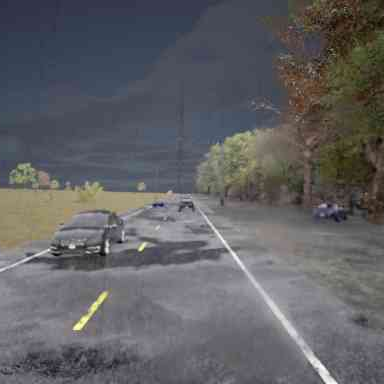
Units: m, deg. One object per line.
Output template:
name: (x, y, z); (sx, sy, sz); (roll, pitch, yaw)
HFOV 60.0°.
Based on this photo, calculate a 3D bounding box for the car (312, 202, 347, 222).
car: (10.952, 1.509, 26.420); (1.812, 1.442, 4.674); (0, 0, 36)

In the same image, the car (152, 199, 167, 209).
car: (-4.413, 1.602, 45.500); (1.895, 1.301, 4.718); (0, 0, -1)

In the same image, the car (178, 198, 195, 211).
car: (-0.643, 1.514, 40.561); (1.837, 1.490, 4.892); (0, 0, -1)

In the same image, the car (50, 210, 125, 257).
car: (-3.861, 1.501, 13.048); (1.837, 1.490, 4.892); (0, 0, -1)
